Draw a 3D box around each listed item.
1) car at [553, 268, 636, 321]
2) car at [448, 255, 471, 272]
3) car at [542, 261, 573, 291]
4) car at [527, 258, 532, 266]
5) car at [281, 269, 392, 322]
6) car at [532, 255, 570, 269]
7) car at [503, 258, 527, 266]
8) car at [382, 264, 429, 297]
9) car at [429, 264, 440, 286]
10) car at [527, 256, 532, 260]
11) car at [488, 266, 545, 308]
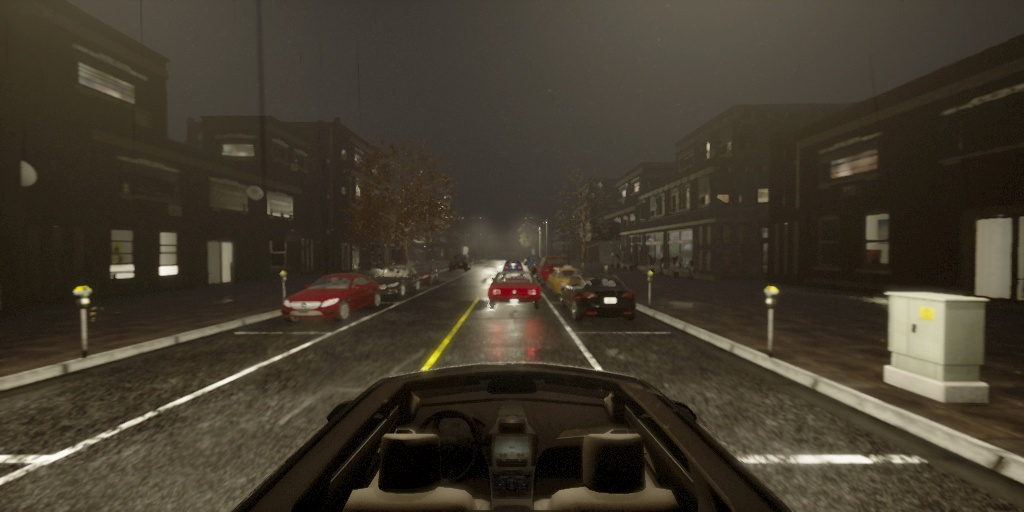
[{"bbox_3d":[2.695,1.234,11.881,1.948,1.339,4.313,0,0,0],"label":"car"},{"bbox_3d":[-5.683,0.761,39.621,2.192,1.841,5.009,0,0,0],"label":"car"},{"bbox_3d":[2.697,1.150,17.599,1.751,1.417,4.829,0,0,0],"label":"car"},{"bbox_3d":[2.697,1.073,34.074,1.802,1.307,4.207,0,0,0],"label":"car"},{"bbox_3d":[-5.685,1.251,11.880,1.802,1.307,4.207,0,0,0],"label":"car"},{"bbox_3d":[2.696,0.894,22.978,2.192,1.841,5.009,0,0,0],"label":"car"},{"bbox_3d":[0.097,1.041,33.793,2.033,1.411,5.357,0,0,0],"label":"car"},{"bbox_3d":[-5.685,1.175,17.428,2.007,1.370,4.403,0,0,0],"label":"car"},{"bbox_3d":[-5.684,1.162,22.977,1.802,1.307,4.207,0,0,0],"label":"car"},{"bbox_3d":[2.698,0.971,39.792,1.751,1.417,4.829,0,0,0],"label":"car"},{"bbox_3d":[0.092,1.249,14.518,1.895,1.301,4.718,0,0,0],"label":"car"}]
